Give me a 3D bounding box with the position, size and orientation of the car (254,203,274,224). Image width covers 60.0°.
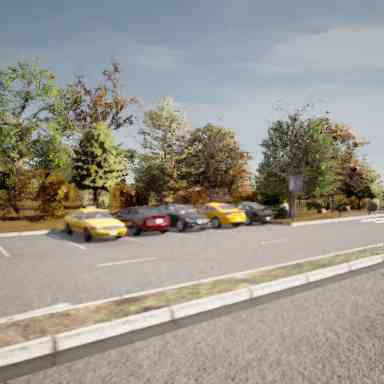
[{"bbox_3d":[3.638,1.489,24.017,2.231,1.521,4.892,-1,0,-36],"label":"car"}]

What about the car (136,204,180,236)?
[{"bbox_3d":[-3.062,1.568,19.187,2.163,1.488,4.792,0,0,-36],"label":"car"}]

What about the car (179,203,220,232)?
[{"bbox_3d":[-0.824,1.524,20.786,2.231,1.521,4.892,0,0,-36],"label":"car"}]

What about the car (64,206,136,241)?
[{"bbox_3d":[-5.167,1.544,17.389,1.946,1.575,5.366,0,0,-36],"label":"car"}]

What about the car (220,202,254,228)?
[{"bbox_3d":[1.409,1.507,22.397,2.097,1.535,5.008,0,0,-36],"label":"car"}]
